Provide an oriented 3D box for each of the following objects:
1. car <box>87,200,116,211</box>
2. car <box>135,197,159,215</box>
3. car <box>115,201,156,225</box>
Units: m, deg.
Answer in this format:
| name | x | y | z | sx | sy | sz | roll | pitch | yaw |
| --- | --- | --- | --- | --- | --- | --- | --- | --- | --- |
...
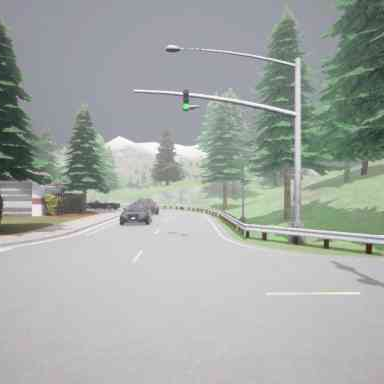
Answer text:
| name | x | y | z | sx | sy | sz | roll | pitch | yaw |
| --- | --- | --- | --- | --- | --- | --- | --- | --- | --- |
| car | -11.360 | 1.608 | 41.604 | 4.718 | 1.301 | 1.895 | 0 | 0 | 14 |
| car | -4.792 | 1.352 | 33.860 | 2.097 | 1.767 | 4.553 | 0 | 0 | -19 |
| car | -3.967 | 1.564 | 24.069 | 1.994 | 1.385 | 4.181 | 0 | 0 | -2 |
